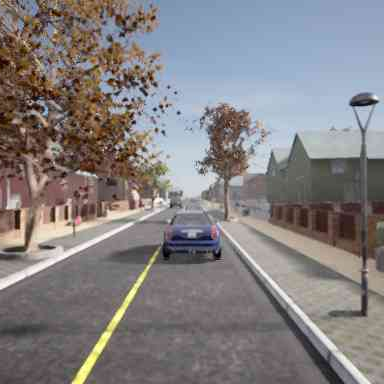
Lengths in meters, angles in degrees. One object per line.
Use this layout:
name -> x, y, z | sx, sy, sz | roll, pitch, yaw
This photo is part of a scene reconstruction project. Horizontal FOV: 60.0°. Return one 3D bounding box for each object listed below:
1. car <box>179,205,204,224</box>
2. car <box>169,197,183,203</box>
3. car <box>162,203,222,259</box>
car -> 0.008, 1.885, 28.591 | 1.994, 1.385, 4.181 | 0, -1, 0
car -> -2.831, 1.875, 59.464 | 2.150, 2.045, 5.566 | 0, 0, 1
car -> 0.013, 1.504, 13.438 | 2.097, 1.767, 4.553 | 0, -1, 0
